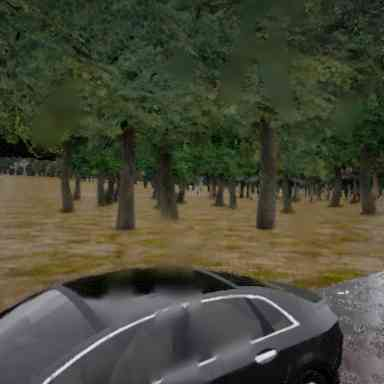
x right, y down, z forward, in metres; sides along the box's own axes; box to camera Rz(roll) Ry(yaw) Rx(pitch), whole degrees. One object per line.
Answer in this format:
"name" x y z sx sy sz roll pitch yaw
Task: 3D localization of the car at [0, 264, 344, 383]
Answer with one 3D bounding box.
"car" -0.668 1.512 2.780 4.892 1.490 1.837 0 0 -36
